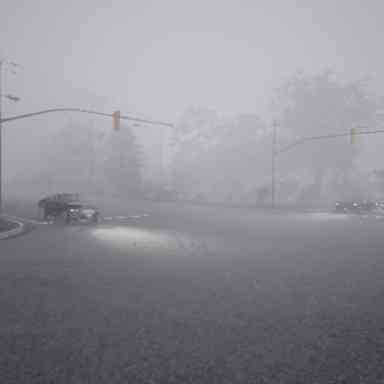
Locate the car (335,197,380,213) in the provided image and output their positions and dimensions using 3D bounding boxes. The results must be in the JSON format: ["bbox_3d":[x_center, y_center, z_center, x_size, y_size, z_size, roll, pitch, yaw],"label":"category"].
[{"bbox_3d":[14.245,1.109,28.863,4.718,1.301,1.895,1,1,-44],"label":"car"}]

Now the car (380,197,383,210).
[{"bbox_3d":[21.133,1.235,35.616,4.892,1.490,1.837,2,1,-45],"label":"car"}]

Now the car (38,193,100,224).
[{"bbox_3d":[-6.980,0.844,18.701,4.902,1.511,2.128,3,2,45],"label":"car"}]
